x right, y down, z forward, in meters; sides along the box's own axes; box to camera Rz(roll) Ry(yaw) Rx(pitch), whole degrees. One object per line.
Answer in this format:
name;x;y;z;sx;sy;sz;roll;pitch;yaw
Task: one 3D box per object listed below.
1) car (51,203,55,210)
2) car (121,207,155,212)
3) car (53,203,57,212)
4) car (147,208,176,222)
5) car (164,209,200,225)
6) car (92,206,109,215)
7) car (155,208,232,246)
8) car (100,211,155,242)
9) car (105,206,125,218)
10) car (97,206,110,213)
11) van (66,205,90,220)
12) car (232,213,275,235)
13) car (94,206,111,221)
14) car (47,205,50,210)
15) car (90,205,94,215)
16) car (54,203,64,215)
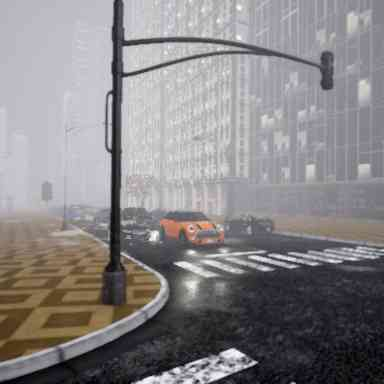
car;-25.837;3.307;64.650;1.887;1.381;4.507;0;-1;-26
car;-4.390;2.028;26.544;2.097;1.767;4.553;1;-2;-26
car;-23.302;3.134;59.442;1.752;1.417;4.829;0;-1;-26
car;-3.534;2.582;37.978;1.947;1.339;4.313;0;-1;-26
car;-1.072;2.439;32.922;1.947;1.339;4.313;0;-1;-26
car;-15.569;3.142;56.579;1.895;1.301;4.718;1;-2;-26
car;-0.109;1.780;17.694;2.097;1.767;4.553;1;-2;-25
car;-3.684;2.011;19.144;2.008;1.369;4.403;0;-1;-26
car;-11.051;2.781;47.378;1.837;1.490;4.892;1;-2;-25
car;-18.302;3.474;68.314;1.802;1.307;4.206;0;-1;-26
van;-13.533;2.371;39.375;1.690;1.788;3.998;0;-1;-26
car;3.850;2.141;22.810;2.008;1.369;4.403;0;-1;-26
car;-8.851;2.412;35.720;1.882;1.535;5.008;1;-2;-26
car;-33.221;3.754;79.816;1.887;1.381;4.507;0;-1;-26
car;-15.615;2.687;49.824;2.097;1.767;4.553;1;-2;-26
car;-20.914;3.017;54.537;2.008;1.369;4.403;0;-1;-26
